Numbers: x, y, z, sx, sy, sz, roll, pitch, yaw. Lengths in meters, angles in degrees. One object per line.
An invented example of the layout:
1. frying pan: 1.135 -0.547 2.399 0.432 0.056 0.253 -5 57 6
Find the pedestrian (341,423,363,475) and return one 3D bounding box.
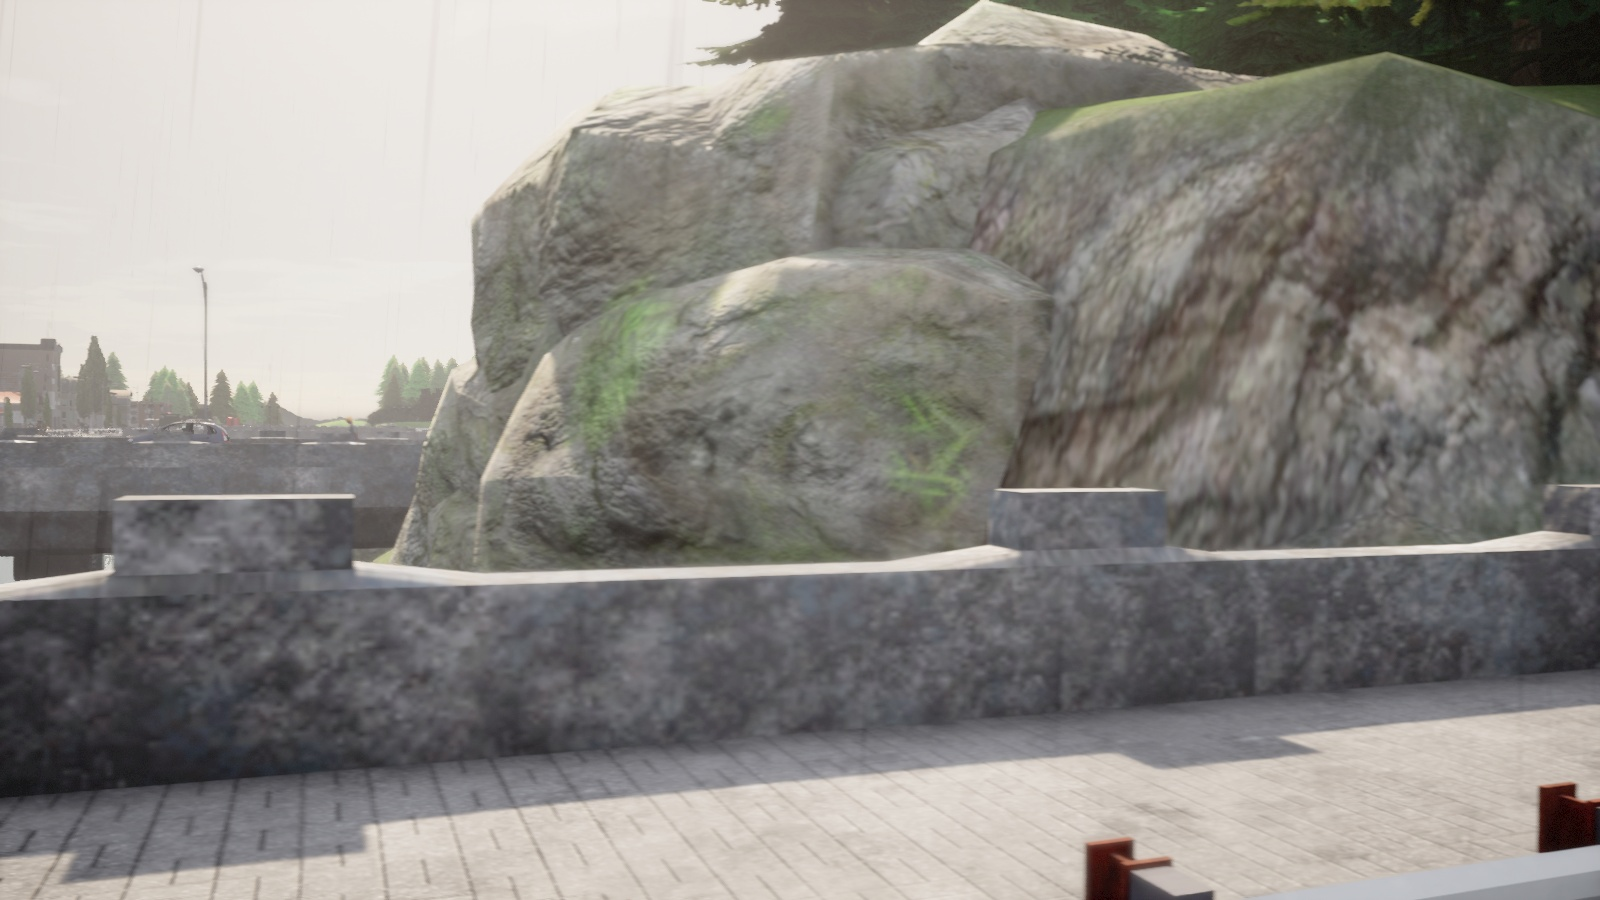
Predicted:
1. pedestrian: -16.051 -0.051 45.026 0.706 1.836 0.354 -1 1 -17

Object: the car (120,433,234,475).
1. car: -25.412 0.135 51.356 3.988 1.617 1.851 -1 1 -21
